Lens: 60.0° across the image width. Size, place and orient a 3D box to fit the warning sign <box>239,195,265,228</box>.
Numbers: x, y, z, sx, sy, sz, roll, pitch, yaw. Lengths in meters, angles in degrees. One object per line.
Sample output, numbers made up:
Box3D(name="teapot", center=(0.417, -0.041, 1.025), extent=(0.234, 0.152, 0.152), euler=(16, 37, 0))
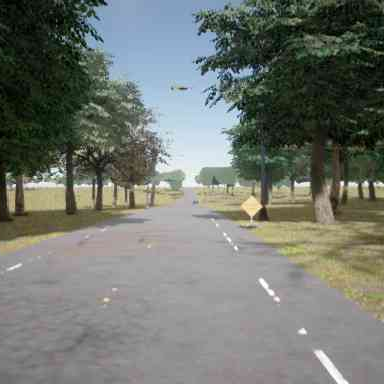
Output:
Box3D(name="warning sign", center=(3.567, 1.144, 19.886), extent=(1.300, 1.860, 1.060), euler=(1, 1, 0))
